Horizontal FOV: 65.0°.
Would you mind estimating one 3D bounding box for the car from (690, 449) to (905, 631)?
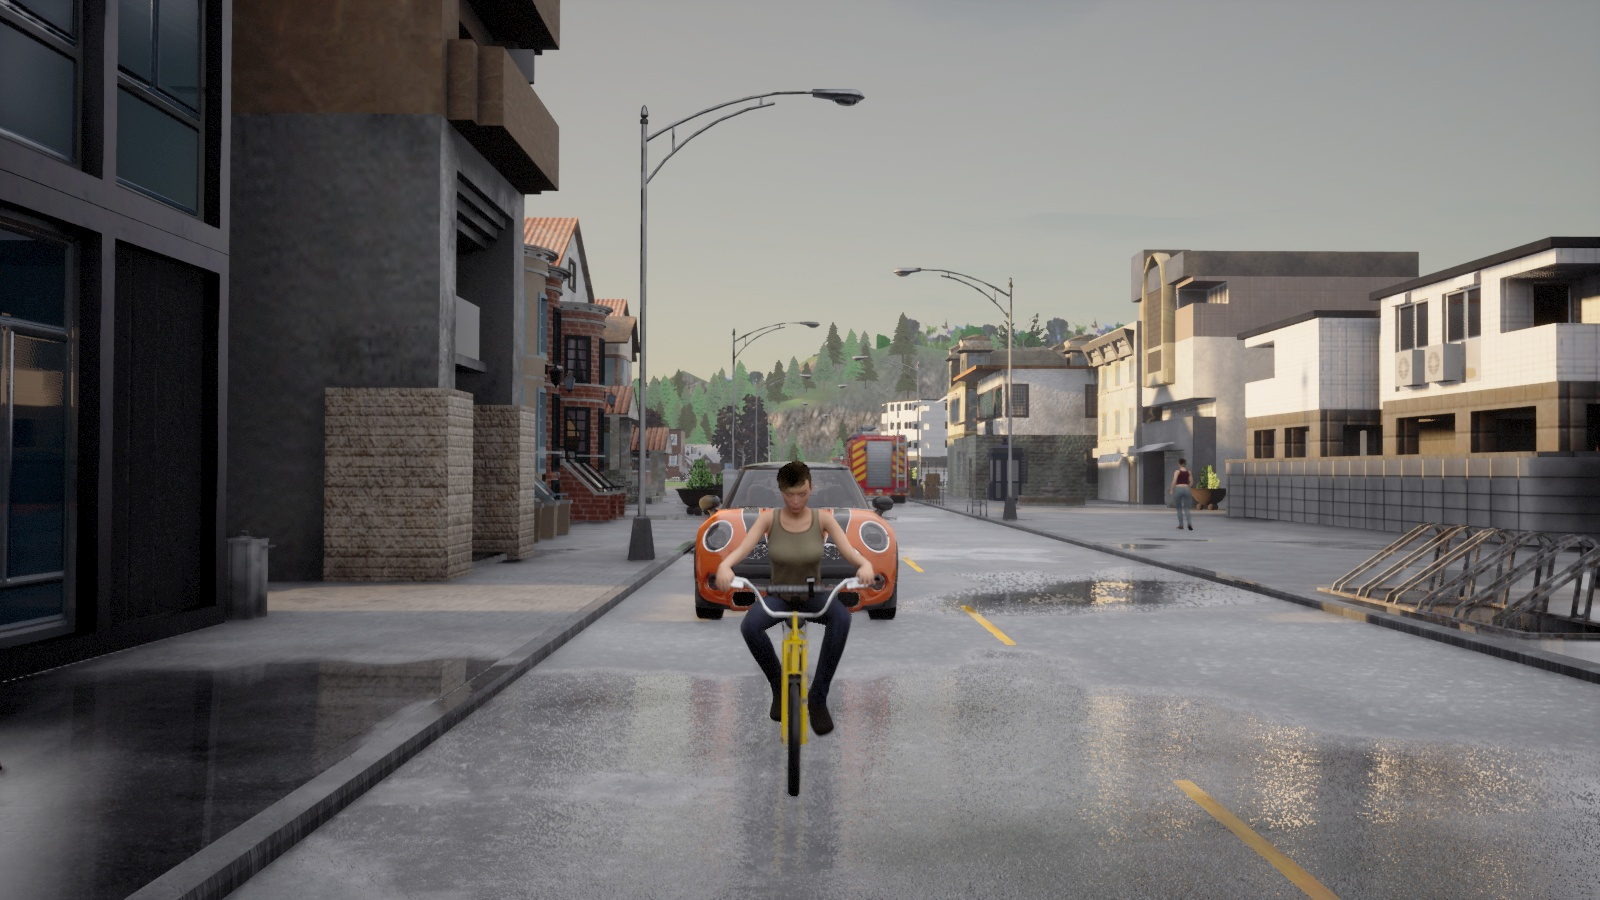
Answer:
[{"bbox_3d":[-0.038,0.917,14.551,2.097,1.767,4.553,0,-1,0],"label":"car"}]

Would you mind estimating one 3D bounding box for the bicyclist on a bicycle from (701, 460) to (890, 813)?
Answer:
[{"bbox_3d":[-0.018,0.861,6.526,0.866,1.612,1.509,0,0,0],"label":"bicyclist on a bicycle"}]

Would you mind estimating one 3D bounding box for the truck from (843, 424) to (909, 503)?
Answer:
[{"bbox_3d":[3.831,0.728,65.297,2.891,3.827,8.468,0,-1,0],"label":"truck"}]
